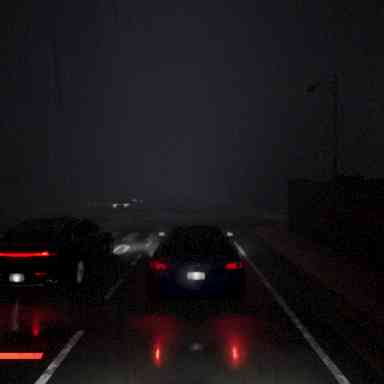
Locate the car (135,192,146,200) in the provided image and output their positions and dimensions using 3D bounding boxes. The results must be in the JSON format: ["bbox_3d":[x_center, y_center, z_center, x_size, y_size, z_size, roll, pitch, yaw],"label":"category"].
[{"bbox_3d":[-10.385,0.755,66.355,2.033,1.411,5.357,0,1,0],"label":"car"}]

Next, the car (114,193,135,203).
[{"bbox_3d":[-10.480,0.875,50.440,1.882,1.535,5.008,0,1,0],"label":"car"}]

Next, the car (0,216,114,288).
[{"bbox_3d":[-3.422,1.397,8.891,1.837,1.490,4.892,0,1,0],"label":"car"}]

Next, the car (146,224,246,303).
[{"bbox_3d":[0.091,1.466,8.061,1.994,1.385,4.181,0,1,0],"label":"car"}]

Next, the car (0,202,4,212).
[{"bbox_3d":[-18.661,1.161,28.809,4.181,1.385,1.994,0,1,3],"label":"car"}]
